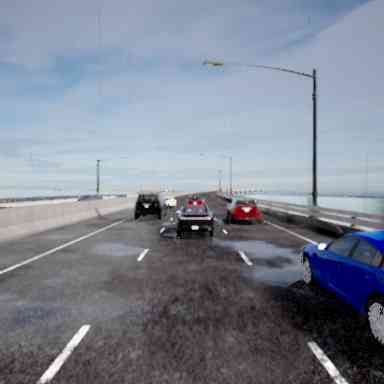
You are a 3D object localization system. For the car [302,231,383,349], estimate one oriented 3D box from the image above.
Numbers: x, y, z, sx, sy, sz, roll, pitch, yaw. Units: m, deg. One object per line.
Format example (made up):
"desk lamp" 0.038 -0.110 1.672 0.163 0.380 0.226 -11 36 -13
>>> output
"car" 3.613 1.454 6.183 1.882 1.535 5.008 0 0 0

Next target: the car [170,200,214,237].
"car" 0.163 1.424 17.736 2.128 1.511 4.902 0 0 0

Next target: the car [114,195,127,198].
"car" -13.315 1.223 62.297 1.882 1.535 5.008 0 0 2

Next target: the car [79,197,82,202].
"car" -20.254 1.231 64.326 1.837 1.490 4.892 0 1 1

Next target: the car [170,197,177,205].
"car" -3.075 1.350 44.566 1.812 1.442 4.674 0 0 1

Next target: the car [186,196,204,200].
"car" 0.348 1.210 36.433 2.097 1.767 4.553 0 0 1

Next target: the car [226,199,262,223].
"car" 3.717 1.258 24.562 2.097 1.767 4.553 0 0 1

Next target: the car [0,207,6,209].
"car" -14.009 1.396 21.387 1.882 1.535 5.008 0 0 0

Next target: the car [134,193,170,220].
"car" -3.306 1.120 27.297 2.150 2.045 5.566 0 1 1

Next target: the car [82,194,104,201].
"car" -16.906 1.313 58.269 2.033 1.411 5.357 0 0 2
